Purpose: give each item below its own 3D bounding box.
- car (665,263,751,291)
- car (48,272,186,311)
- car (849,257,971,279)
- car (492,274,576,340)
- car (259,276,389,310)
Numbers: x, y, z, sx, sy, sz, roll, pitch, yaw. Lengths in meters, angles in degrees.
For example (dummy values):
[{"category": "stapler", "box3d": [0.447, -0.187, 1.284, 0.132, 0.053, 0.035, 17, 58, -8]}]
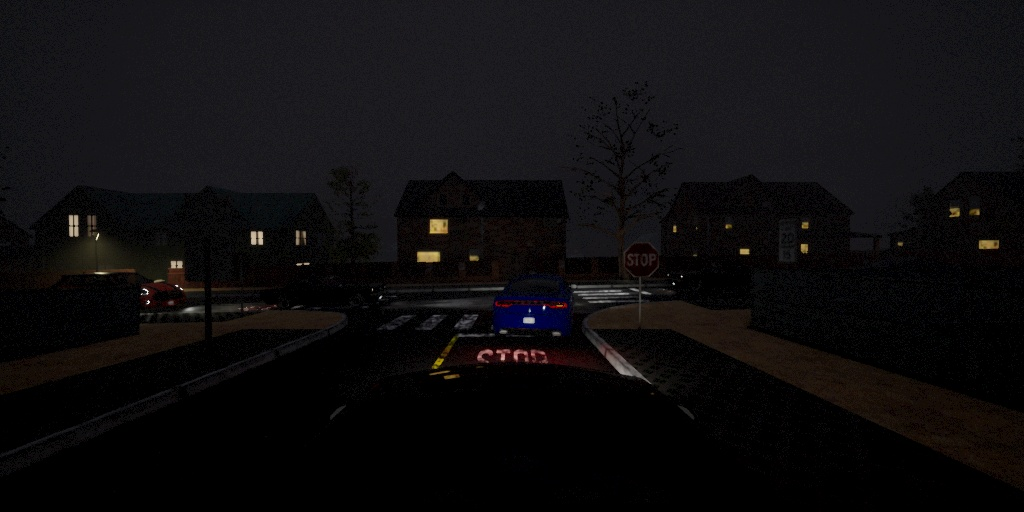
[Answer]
[{"category": "car", "box3d": [10.401, 1.034, 18.244, 4.718, 1.301, 1.895, -1, 1, -1]}, {"category": "car", "box3d": [-16.807, 1.472, 15.292, 4.553, 1.767, 2.097, -1, 1, 0]}, {"category": "car", "box3d": [20.046, 0.753, 18.286, 5.357, 1.411, 2.033, -1, 1, 0]}, {"category": "car", "box3d": [0.781, 1.226, 10.103, 1.882, 1.535, 5.008, 0, 0, 10]}, {"category": "car", "box3d": [-7.820, 1.506, 15.305, 4.718, 1.301, 1.895, -1, 1, 0]}]
